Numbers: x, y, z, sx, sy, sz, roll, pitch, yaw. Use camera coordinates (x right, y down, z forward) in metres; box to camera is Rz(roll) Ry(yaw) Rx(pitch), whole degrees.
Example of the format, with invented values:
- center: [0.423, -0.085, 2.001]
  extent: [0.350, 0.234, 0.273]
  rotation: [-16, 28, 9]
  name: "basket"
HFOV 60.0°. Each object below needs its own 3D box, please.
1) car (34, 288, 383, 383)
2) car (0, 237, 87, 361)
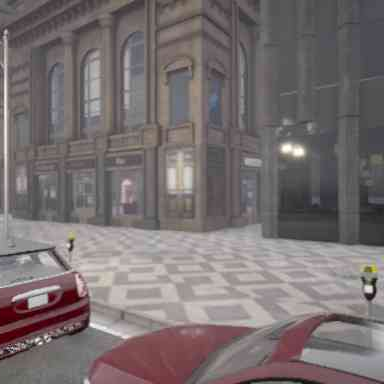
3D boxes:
- center: [0.945, 1.585, 2.287]
  extent: [4.206, 1.307, 1.802]
  rotation: [0, 0, 35]
  name: "car"
- center: [-3.616, 1.481, 5.539]
  extent: [4.097, 1.590, 1.967]
  rotation: [0, 0, 35]
  name: "car"
